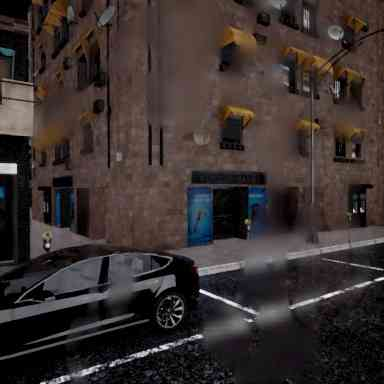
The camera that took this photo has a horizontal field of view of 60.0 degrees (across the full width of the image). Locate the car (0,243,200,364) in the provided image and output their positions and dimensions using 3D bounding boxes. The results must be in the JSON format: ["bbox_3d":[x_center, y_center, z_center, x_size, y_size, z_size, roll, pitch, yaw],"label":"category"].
[{"bbox_3d":[-1.852,1.566,5.244,4.313,1.339,1.947,0,0,-36],"label":"car"}]
